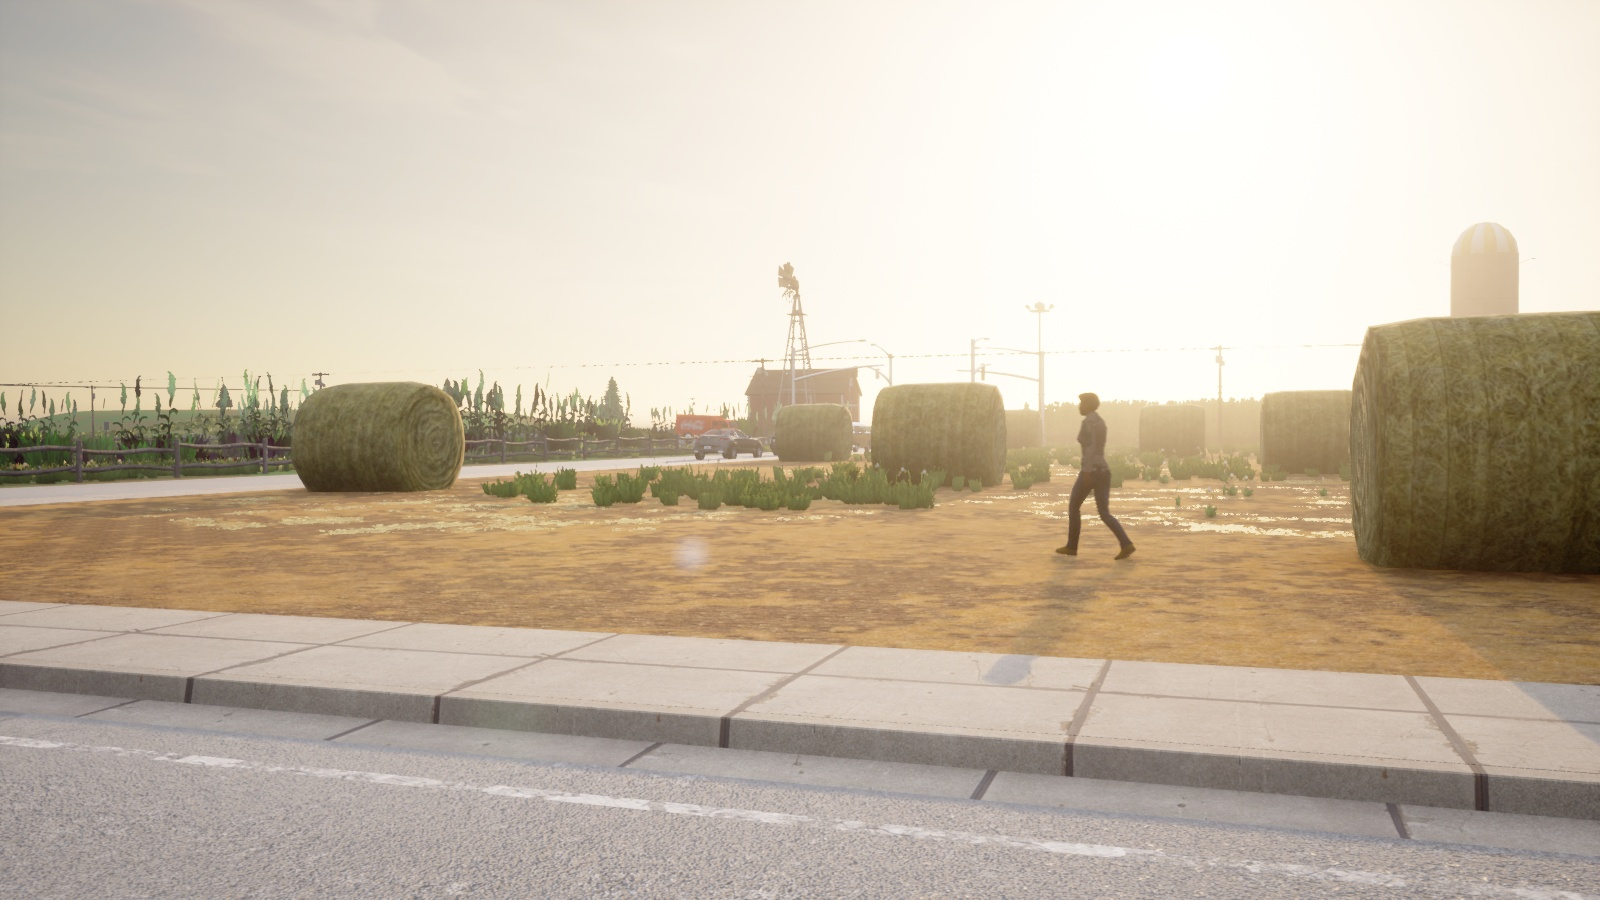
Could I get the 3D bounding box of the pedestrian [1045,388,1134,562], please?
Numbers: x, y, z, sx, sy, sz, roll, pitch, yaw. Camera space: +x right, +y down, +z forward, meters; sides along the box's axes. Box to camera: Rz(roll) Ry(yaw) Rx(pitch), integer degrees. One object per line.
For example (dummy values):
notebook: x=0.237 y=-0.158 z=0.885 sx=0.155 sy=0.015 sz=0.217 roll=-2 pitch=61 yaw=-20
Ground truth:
pedestrian: x=3.085 y=0.252 z=13.431 sx=0.869 sy=1.805 sz=0.328 roll=1 pitch=1 yaw=44

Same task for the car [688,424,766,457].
car: x=-3.765 y=-0.500 z=65.967 sx=2.152 sy=1.651 sz=5.027 roll=1 pitch=1 yaw=21

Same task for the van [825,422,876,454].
van: x=3.459 y=-0.823 z=84.409 sx=2.069 sy=2.038 sz=4.480 roll=1 pitch=1 yaw=21
